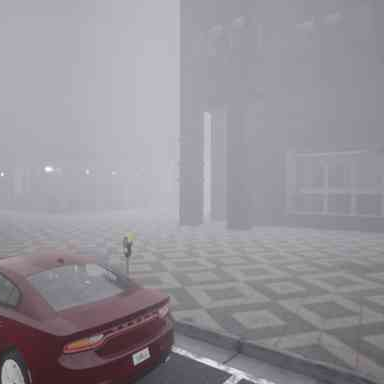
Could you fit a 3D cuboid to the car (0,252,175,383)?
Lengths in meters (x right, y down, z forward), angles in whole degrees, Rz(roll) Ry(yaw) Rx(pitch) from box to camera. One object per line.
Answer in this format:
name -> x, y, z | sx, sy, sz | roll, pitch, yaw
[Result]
car -> -2.293, 1.544, 4.759 | 4.507, 1.381, 1.887 | 0, 0, 37
